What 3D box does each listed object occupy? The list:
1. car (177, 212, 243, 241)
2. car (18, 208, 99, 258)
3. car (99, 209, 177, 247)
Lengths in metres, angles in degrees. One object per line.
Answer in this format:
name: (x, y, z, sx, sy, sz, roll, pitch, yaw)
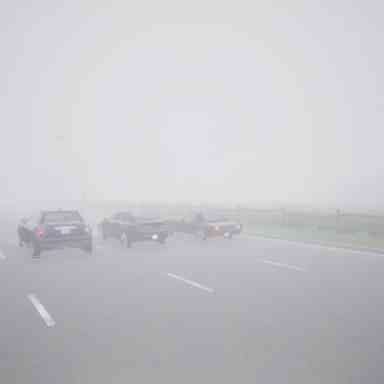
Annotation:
car: (0.358, 1.681, 17.120, 1.895, 1.301, 4.718, 0, 0, -34)
car: (-5.675, 1.427, 13.541, 2.097, 1.767, 4.553, 0, 0, -34)
car: (-2.875, 1.586, 15.645, 1.837, 1.490, 4.892, 0, 0, -34)
